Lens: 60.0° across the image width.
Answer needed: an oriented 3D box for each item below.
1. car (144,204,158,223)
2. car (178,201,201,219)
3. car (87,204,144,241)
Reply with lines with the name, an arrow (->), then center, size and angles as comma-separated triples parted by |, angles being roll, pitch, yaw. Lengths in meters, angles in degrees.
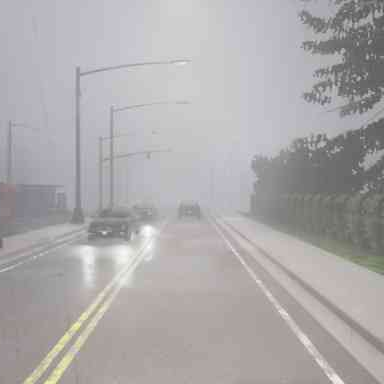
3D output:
car -> -3.807, 1.608, 25.875 | 1.895, 1.301, 4.718 | 0, 0, -1
car -> -0.246, 1.487, 29.135 | 1.882, 1.535, 5.008 | 0, 0, -1
car -> -3.786, 1.510, 16.704 | 1.837, 1.490, 4.892 | 0, 0, -1
